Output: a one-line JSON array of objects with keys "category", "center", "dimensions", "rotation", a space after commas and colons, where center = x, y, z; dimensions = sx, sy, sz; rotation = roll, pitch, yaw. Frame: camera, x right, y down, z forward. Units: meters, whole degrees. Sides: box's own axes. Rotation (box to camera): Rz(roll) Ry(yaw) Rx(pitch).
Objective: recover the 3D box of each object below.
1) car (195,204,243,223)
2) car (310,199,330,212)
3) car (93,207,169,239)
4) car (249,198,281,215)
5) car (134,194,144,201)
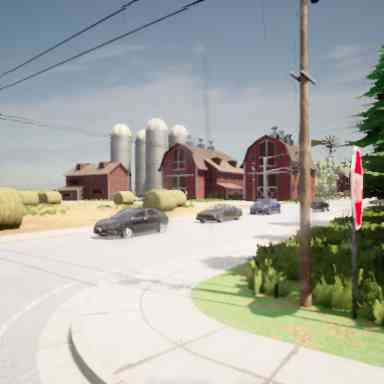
[{"category": "car", "center": [2.369, 1.681, 27.059], "dimensions": [2.033, 1.411, 5.357], "rotation": [0, 0, 33]}, {"category": "car", "center": [15.458, 1.618, 40.560], "dimensions": [1.837, 1.490, 4.892], "rotation": [0, -1, 33]}, {"category": "car", "center": [-3.203, 1.635, 18.397], "dimensions": [1.837, 1.490, 4.892], "rotation": [0, -1, 33]}, {"category": "car", "center": [7.843, 1.490, 35.506], "dimensions": [2.097, 1.767, 4.553], "rotation": [0, 0, 34]}, {"category": "car", "center": [-13.990, 1.594, 86.616], "dimensions": [3.866, 1.878, 1.905], "rotation": [-2, 6, -11]}]
